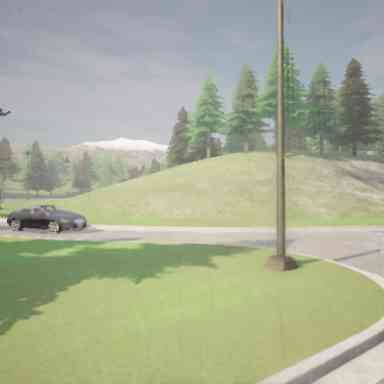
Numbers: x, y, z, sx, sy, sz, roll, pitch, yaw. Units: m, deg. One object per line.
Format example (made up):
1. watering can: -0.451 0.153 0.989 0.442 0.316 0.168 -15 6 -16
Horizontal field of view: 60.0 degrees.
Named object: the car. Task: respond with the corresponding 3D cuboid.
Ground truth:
1. car: -8.096 1.464 18.541 4.902 1.511 2.128 0 0 25
